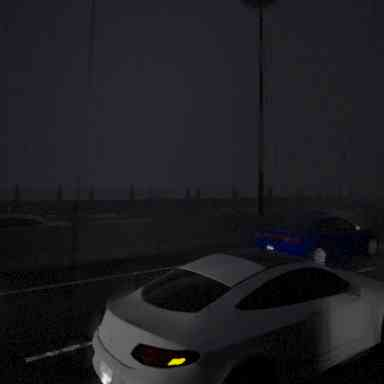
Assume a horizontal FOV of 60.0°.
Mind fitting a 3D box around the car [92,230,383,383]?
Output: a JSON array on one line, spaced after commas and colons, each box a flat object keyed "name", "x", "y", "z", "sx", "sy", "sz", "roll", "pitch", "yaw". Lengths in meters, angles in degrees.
[{"name": "car", "x": 1.059, "y": 1.527, "z": 4.501, "sx": 4.674, "sy": 1.442, "sz": 1.812, "roll": 0, "pitch": 0, "yaw": -35}]

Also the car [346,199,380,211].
[{"name": "car", "x": 21.125, "y": 1.576, "z": 41.048, "sx": 4.181, "sy": 1.385, "sz": 1.994, "roll": 0, "pitch": 0, "yaw": -37}]

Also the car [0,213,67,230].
[{"name": "car", "x": -6.851, "y": 1.526, "z": 11.987, "sx": 4.674, "sy": 1.442, "sz": 1.812, "roll": 0, "pitch": 0, "yaw": -36}]

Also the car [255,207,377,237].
[{"name": "car", "x": 4.263, "y": 1.480, "z": 11.084, "sx": 5.008, "sy": 1.535, "sz": 1.882, "roll": 0, "pitch": 0, "yaw": -35}]

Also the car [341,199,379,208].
[{"name": "car", "x": 16.940, "y": 1.557, "z": 33.512, "sx": 5.357, "sy": 1.411, "sz": 2.033, "roll": 0, "pitch": 0, "yaw": -37}]
